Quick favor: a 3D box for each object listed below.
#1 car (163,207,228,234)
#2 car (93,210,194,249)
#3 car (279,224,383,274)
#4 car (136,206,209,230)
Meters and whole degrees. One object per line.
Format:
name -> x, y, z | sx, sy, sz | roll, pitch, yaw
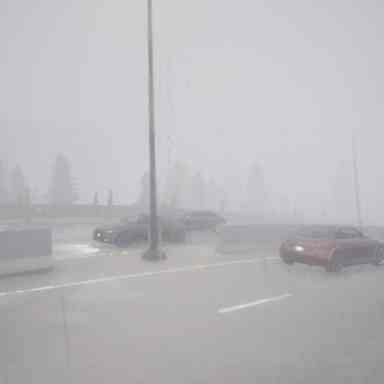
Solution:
car -> 0.079, 1.858, 21.233 | 4.892, 1.490, 1.837 | 4, -2, -35
car -> -2.302, 1.694, 15.240 | 4.181, 1.385, 1.994 | 2, -1, -35
car -> 4.993, 1.833, 11.599 | 4.181, 1.385, 1.994 | 3, -2, -35
car -> -1.381, 1.883, 24.490 | 4.902, 1.511, 2.128 | 4, -2, -35
